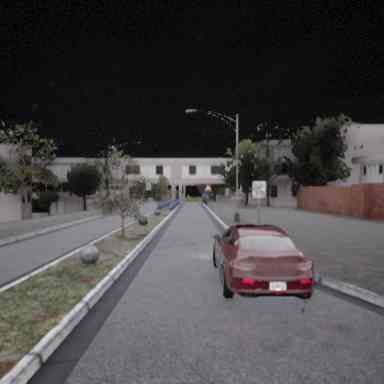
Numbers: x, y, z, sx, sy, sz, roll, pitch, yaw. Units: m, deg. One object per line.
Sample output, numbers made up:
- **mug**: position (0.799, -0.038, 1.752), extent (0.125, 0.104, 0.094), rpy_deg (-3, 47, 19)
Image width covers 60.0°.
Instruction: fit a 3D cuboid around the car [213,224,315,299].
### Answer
- **car**: position (1.552, 1.517, 8.282), extent (1.812, 1.442, 4.674), rpy_deg (0, 0, 0)
